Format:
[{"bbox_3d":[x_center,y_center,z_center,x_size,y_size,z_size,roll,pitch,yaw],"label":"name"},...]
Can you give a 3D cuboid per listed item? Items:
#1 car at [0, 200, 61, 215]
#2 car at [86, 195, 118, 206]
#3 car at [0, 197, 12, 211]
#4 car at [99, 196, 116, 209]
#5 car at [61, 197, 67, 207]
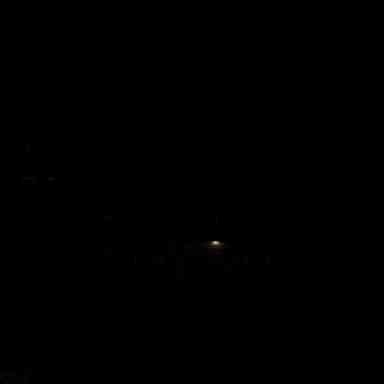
[{"bbox_3d":[-15.137,1.430,31.230,2.008,1.369,4.403,1,1,35],"label":"car"},{"bbox_3d":[-13.127,1.195,48.744,1.947,1.339,4.313,1,2,35],"label":"car"},{"bbox_3d":[-22.281,1.346,35.894,1.752,1.417,4.829,1,1,35],"label":"car"},{"bbox_3d":[-8.897,1.332,39.990,1.802,1.307,4.206,1,2,35],"label":"car"},{"bbox_3d":[-16.145,1.245,44.508,2.008,1.369,4.403,1,1,35],"label":"car"}]
